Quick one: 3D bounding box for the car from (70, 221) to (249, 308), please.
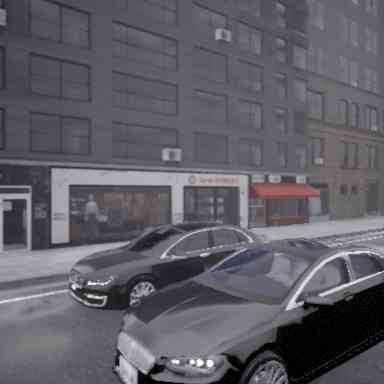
[{"bbox_3d":[-0.196,1.482,7.537,4.892,1.490,1.837,0,0,-35],"label":"car"}]

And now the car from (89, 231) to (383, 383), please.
[{"bbox_3d":[1.373,1.471,4.664,4.902,1.511,2.128,0,0,-35],"label":"car"}]
